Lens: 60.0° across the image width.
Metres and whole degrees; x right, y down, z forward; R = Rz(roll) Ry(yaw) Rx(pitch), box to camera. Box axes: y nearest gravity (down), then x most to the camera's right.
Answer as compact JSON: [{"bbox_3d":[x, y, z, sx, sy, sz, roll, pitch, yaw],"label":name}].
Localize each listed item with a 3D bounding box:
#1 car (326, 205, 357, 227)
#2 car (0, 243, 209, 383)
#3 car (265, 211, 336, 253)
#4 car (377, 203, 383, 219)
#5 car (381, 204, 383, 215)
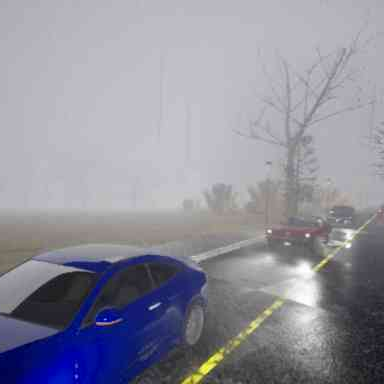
[{"bbox_3d":[11.617,1.811,25.724,1.837,1.490,4.892,3,0,31],"label":"car"},{"bbox_3d":[-1.323,1.433,3.954,1.812,1.442,4.674,3,1,27],"label":"car"},{"bbox_3d":[4.787,1.692,14.542,1.895,1.301,4.718,3,1,31],"label":"car"},{"bbox_3d":[21.161,2.009,35.727,2.097,1.767,4.553,3,1,32],"label":"car"},{"bbox_3d":[26.507,2.356,44.540,1.812,1.442,4.674,3,1,31],"label":"car"}]
